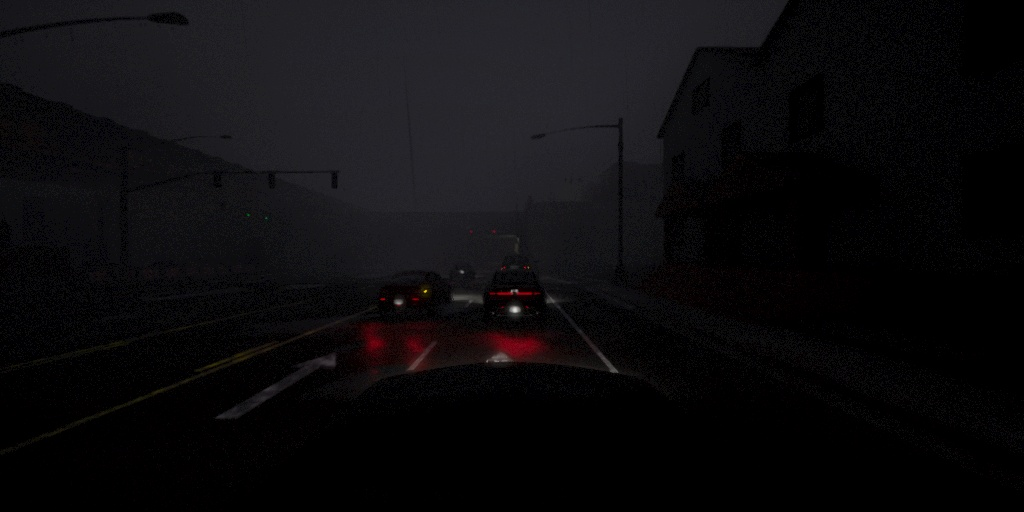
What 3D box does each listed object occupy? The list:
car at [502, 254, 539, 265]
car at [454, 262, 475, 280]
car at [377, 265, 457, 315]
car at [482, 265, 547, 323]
[{"bbox_3d":[0.671,0.881,26.014,2.150,2.045,5.566,0,1,11],"label":"car"},{"bbox_3d":[-4.072,1.174,28.995,1.994,1.385,4.181,0,0,-9],"label":"car"},{"bbox_3d":[-3.424,1.214,13.186,1.812,1.442,4.674,0,0,0],"label":"car"},{"bbox_3d":[0.070,1.197,11.941,1.837,1.490,4.892,0,0,0],"label":"car"}]
